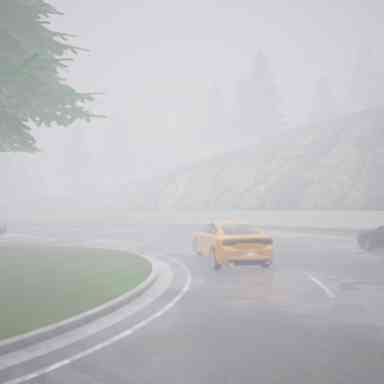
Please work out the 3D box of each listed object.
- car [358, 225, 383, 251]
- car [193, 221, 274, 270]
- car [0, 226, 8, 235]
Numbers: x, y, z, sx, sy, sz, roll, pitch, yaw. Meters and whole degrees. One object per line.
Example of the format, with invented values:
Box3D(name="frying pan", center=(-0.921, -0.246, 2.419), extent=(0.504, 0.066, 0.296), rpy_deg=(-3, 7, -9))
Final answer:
Box3D(name="car", center=(8.327, 1.709, 12.583), extent=(1.812, 1.442, 4.674), rpy_deg=(-1, -2, -7))
Box3D(name="car", center=(1.350, 1.806, 12.474), extent=(1.882, 1.535, 5.008), rpy_deg=(0, -2, -10))
Box3D(name="car", center=(-14.858, 2.539, 22.135), extent=(4.718, 1.301, 1.895), rpy_deg=(-2, -2, 15))
